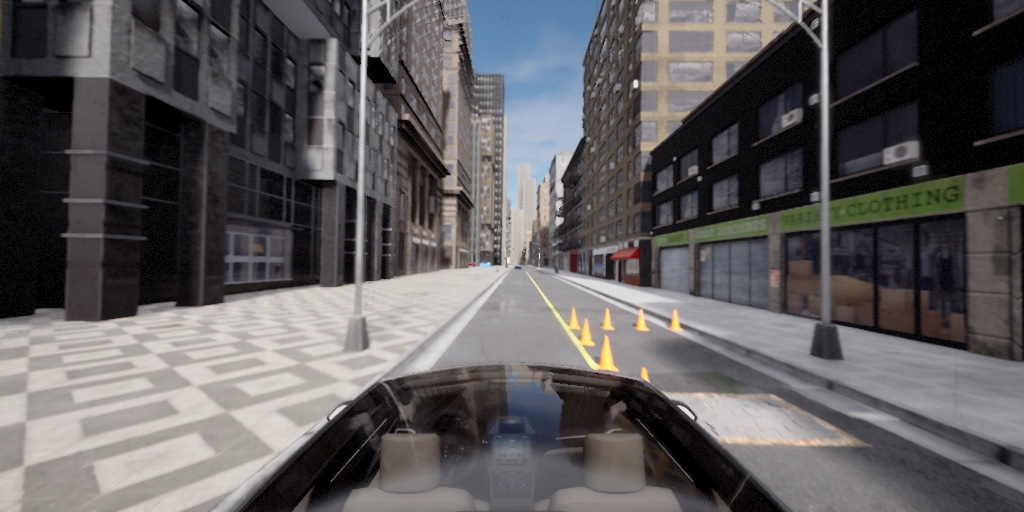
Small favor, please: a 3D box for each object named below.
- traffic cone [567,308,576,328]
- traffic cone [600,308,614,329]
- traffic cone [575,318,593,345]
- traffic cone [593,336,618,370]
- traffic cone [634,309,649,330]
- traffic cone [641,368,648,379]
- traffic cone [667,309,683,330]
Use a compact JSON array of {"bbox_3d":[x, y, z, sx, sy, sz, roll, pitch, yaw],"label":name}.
[{"bbox_3d":[1.831,1.839,10.686,0.340,0.580,0.340,0,0,1],"label":"traffic cone"},{"bbox_3d":[2.831,1.852,10.668,0.340,0.580,0.340,0,0,1],"label":"traffic cone"},{"bbox_3d":[1.795,1.814,8.687,0.340,0.580,0.340,0,0,1],"label":"traffic cone"},{"bbox_3d":[1.759,1.788,6.687,0.340,0.580,0.340,0,0,1],"label":"traffic cone"},{"bbox_3d":[3.830,1.865,10.650,0.340,0.580,0.340,0,0,1],"label":"traffic cone"},{"bbox_3d":[1.723,1.763,4.688,0.340,0.580,0.340,0,0,1],"label":"traffic cone"},{"bbox_3d":[4.830,1.878,10.631,0.340,0.580,0.340,0,0,1],"label":"traffic cone"}]
